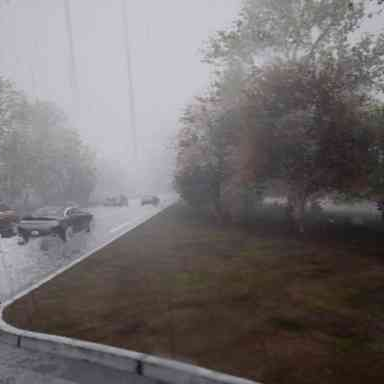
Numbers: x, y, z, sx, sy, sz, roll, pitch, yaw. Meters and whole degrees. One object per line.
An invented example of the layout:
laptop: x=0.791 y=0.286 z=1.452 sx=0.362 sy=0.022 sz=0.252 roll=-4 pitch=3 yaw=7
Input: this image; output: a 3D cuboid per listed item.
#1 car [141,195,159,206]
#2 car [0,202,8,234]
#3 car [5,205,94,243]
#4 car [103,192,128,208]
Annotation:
car: x=-5.548 y=1.081 z=44.264 sx=2.033 sy=1.411 sz=5.357 roll=0 pitch=1 yaw=1
car: x=-9.679 y=1.245 z=14.695 sx=2.097 sy=1.767 sz=4.553 roll=0 pitch=1 yaw=1
car: x=-6.021 y=1.353 z=15.342 sx=2.128 sy=1.511 sz=4.902 roll=0 pitch=1 yaw=1
car: x=-9.233 y=0.952 z=40.256 sx=2.097 sy=1.767 sz=4.553 roll=0 pitch=1 yaw=1
